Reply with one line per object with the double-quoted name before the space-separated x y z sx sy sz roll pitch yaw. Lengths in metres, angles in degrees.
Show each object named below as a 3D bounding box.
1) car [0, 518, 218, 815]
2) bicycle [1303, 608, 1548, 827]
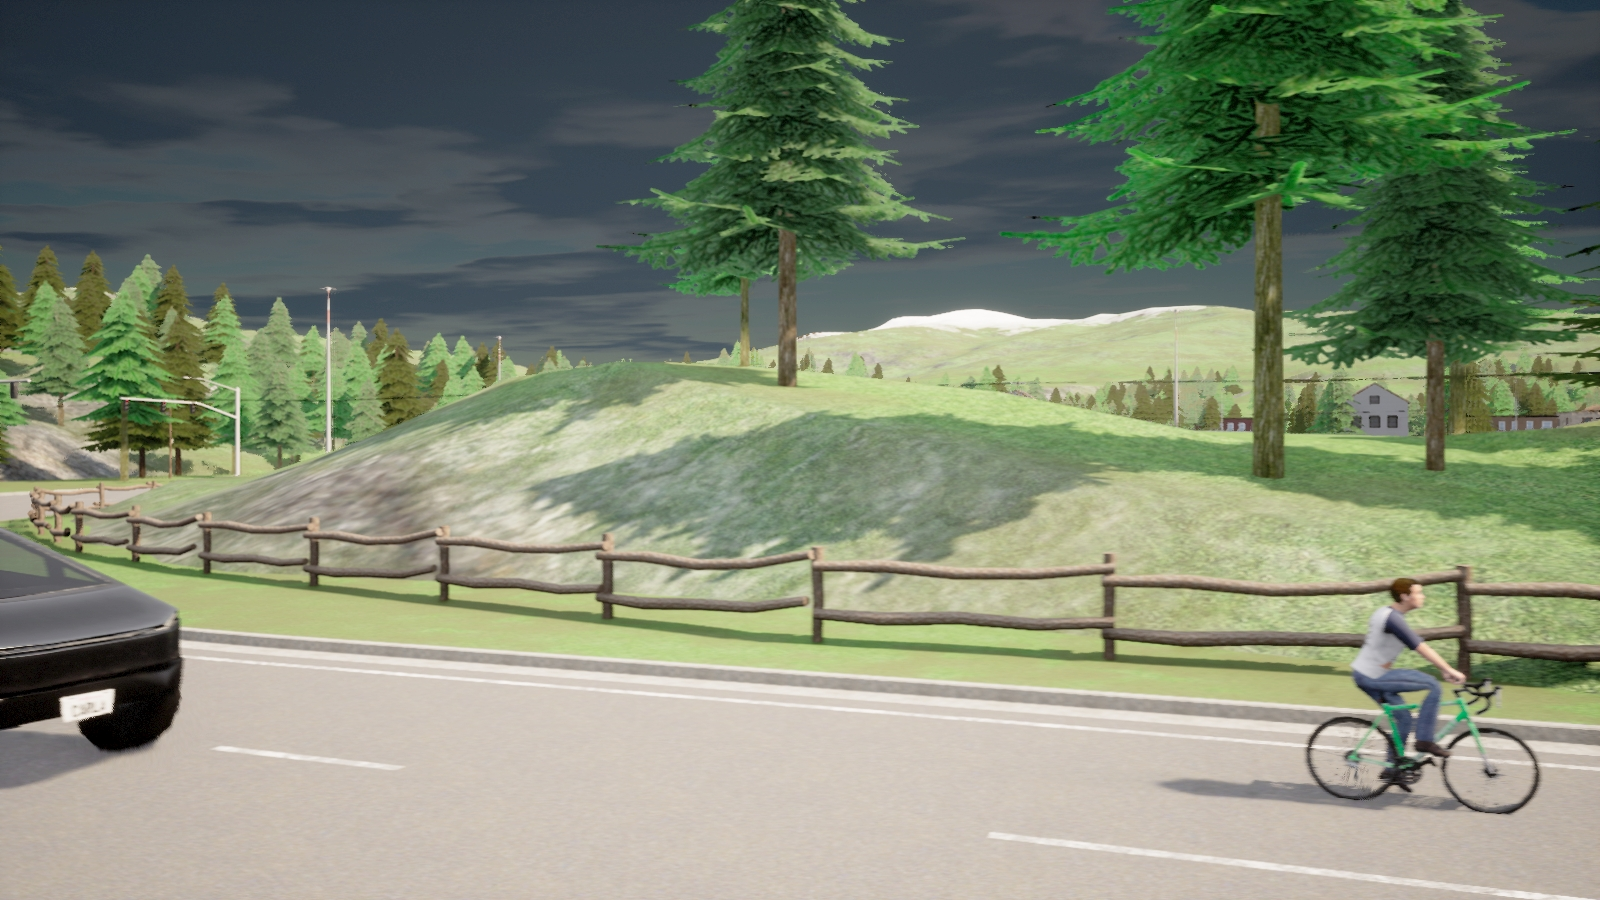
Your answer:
"car" -8.700 1.755 10.720 6.274 2.098 2.390 0 0 25
"bicycle" 4.868 2.057 8.980 1.643 1.496 0.373 1 0 20
